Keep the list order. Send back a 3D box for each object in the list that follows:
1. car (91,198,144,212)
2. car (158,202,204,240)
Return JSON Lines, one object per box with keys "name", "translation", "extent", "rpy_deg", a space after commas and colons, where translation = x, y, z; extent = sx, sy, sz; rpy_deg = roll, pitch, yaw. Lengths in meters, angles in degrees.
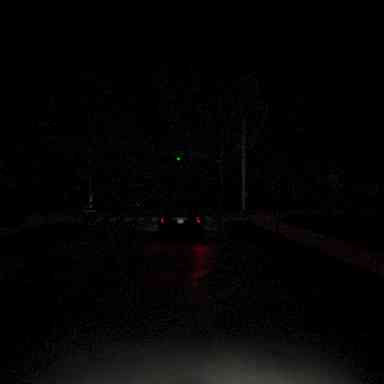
{"name": "car", "translation": [-7.853, 1.355, 35.197], "extent": [5.357, 1.411, 2.033], "rpy_deg": [0, 0, 10]}
{"name": "car", "translation": [-0.593, 1.327, 16.904], "extent": [2.097, 1.767, 4.553], "rpy_deg": [0, 0, -2]}
